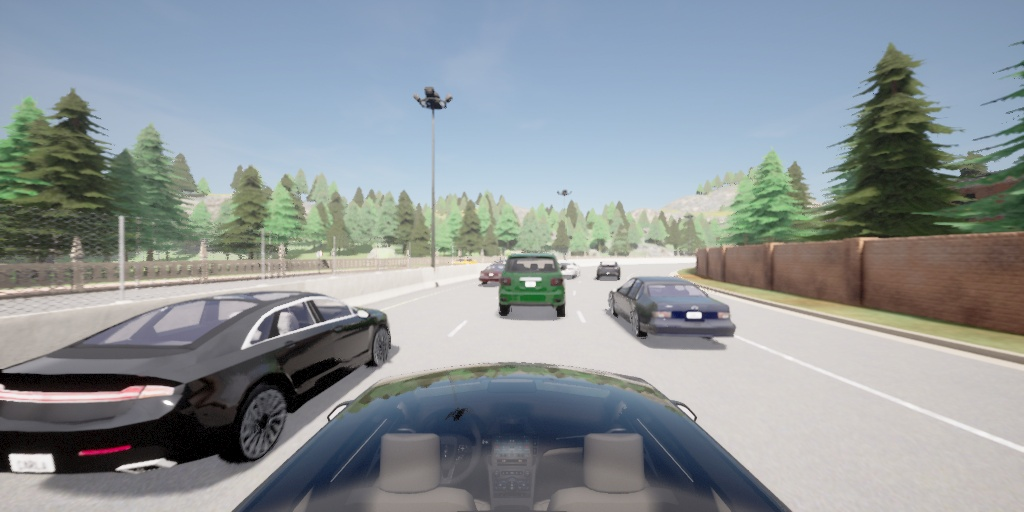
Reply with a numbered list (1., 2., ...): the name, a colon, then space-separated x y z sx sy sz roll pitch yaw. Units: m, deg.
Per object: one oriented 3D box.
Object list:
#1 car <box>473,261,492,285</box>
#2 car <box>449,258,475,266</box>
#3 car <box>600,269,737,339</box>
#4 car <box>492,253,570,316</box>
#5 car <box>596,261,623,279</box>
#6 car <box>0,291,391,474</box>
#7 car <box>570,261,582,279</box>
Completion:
1. car: -0.681 1.194 24.647 2.033 1.411 5.357 0 0 14
2. car: -6.778 1.008 49.456 1.882 1.535 5.008 0 0 26
3. car: 3.995 1.263 9.935 2.033 1.411 5.357 0 0 5
4. car: 0.851 0.920 13.349 2.150 2.045 5.566 0 0 6
5. car: 8.112 1.120 29.855 2.128 1.511 4.902 0 0 17
6. car: -3.276 1.225 4.934 2.128 1.511 4.902 0 0 2
7. car: 4.770 1.147 30.934 1.812 1.442 4.674 0 0 17
